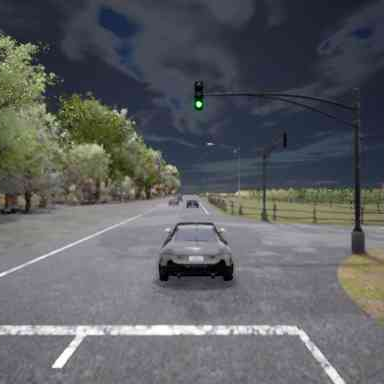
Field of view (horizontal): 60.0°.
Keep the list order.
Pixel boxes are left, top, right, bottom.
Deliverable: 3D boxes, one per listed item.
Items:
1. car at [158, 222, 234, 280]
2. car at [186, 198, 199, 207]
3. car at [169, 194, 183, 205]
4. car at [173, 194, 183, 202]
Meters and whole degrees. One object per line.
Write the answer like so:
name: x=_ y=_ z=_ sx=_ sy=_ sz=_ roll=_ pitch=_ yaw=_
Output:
car: x=0.102 y=1.603 z=10.142 sx=1.994 sy=1.385 sz=4.181 roll=0 pitch=0 yaw=0
car: x=0.105 y=1.701 z=54.857 sx=1.837 sy=1.490 sz=4.892 roll=0 pitch=0 yaw=0
car: x=-3.391 y=1.716 z=64.364 sx=2.128 sy=1.511 sz=4.902 roll=0 pitch=0 yaw=0
car: x=-3.489 y=1.513 z=83.070 sx=2.150 sy=2.045 sz=5.566 roll=0 pitch=0 yaw=0
